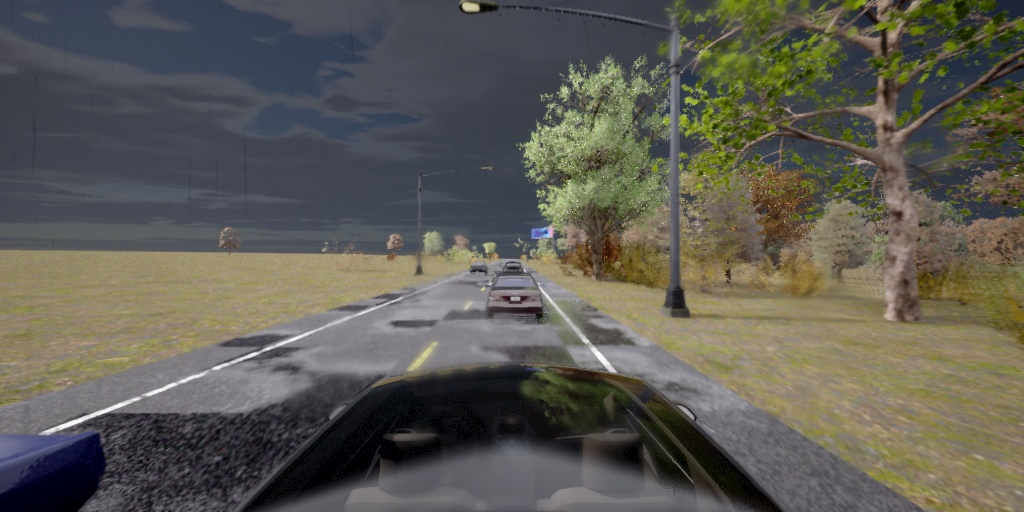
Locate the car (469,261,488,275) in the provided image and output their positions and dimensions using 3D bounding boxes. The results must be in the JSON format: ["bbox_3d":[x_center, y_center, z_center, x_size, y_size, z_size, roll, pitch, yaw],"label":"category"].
[{"bbox_3d":[-3.600,1.314,40.001,2.033,1.411,5.357,0,0,0],"label":"car"}]

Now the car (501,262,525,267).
[{"bbox_3d":[0.097,1.267,32.169,1.837,1.490,4.892,0,0,0],"label":"car"}]

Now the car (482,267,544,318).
[{"bbox_3d":[0.099,1.301,13.018,2.033,1.411,5.357,0,0,0],"label":"car"}]
